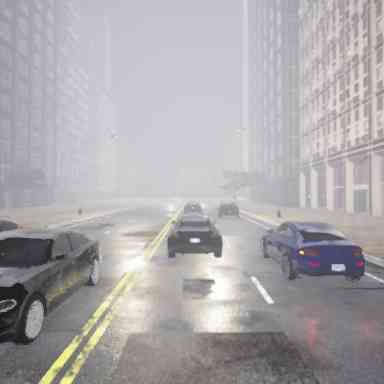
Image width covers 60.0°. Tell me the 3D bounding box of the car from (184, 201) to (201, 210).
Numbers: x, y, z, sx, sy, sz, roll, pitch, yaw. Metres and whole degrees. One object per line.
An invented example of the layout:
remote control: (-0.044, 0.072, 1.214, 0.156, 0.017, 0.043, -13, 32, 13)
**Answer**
car: (0.099, 1.720, 39.325, 1.994, 1.385, 4.181, 0, 0, 0)

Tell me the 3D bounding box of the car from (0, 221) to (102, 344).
car: (-3.285, 1.504, 6.658, 1.882, 1.535, 5.008, 0, 0, 0)

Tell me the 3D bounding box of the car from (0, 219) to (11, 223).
car: (-6.504, 1.520, 9.706, 1.882, 1.535, 5.008, 0, 0, 0)

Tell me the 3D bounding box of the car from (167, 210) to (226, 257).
car: (0.100, 1.617, 13.260, 1.994, 1.385, 4.181, 0, 0, 0)

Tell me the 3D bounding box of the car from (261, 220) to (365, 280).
car: (3.350, 1.565, 9.919, 1.812, 1.442, 4.674, 0, 0, 0)

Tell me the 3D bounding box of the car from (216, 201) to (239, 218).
car: (3.350, 1.604, 32.021, 1.882, 1.535, 5.008, 0, 0, 0)
